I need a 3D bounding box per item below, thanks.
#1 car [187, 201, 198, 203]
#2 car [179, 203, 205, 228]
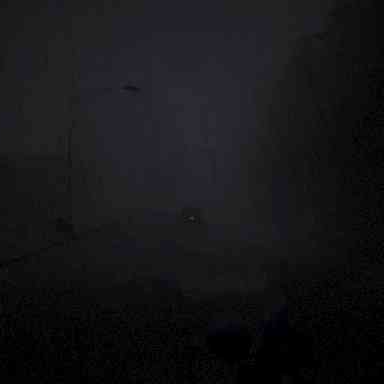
[{"bbox_3d":[0.068,1.931,43.213,2.128,1.511,4.902,0,-1,0],"label":"car"},{"bbox_3d":[0.015,1.797,24.354,2.033,1.411,5.357,0,-1,0],"label":"car"}]
